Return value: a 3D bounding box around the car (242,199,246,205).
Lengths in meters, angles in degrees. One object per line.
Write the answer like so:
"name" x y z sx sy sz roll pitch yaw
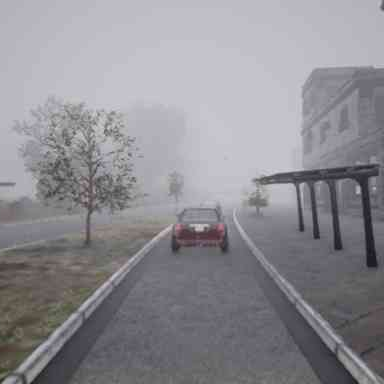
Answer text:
"car" 10.079 1.736 59.951 2.097 1.535 5.008 -1 -1 13

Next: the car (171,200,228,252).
"car" 0.383 1.334 13.988 2.097 1.767 4.553 0 0 3

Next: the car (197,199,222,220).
"car" 1.659 1.453 29.248 1.882 1.535 5.008 0 0 7
